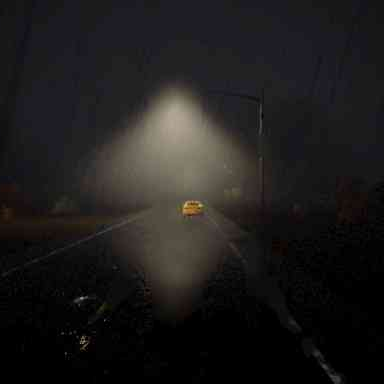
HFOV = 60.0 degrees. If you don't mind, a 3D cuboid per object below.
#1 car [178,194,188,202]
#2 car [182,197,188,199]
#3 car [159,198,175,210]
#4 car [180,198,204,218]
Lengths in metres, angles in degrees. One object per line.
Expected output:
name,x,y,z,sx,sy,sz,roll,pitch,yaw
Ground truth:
car,-2.314,1.658,86.559,2.150,2.045,5.566,0,0,4
car,0.044,1.794,45.282,1.994,1.385,4.181,0,0,1
car,-3.571,1.593,47.738,2.097,1.767,4.553,0,0,0
car,0.102,1.639,31.871,1.882,1.535,5.008,0,0,0
